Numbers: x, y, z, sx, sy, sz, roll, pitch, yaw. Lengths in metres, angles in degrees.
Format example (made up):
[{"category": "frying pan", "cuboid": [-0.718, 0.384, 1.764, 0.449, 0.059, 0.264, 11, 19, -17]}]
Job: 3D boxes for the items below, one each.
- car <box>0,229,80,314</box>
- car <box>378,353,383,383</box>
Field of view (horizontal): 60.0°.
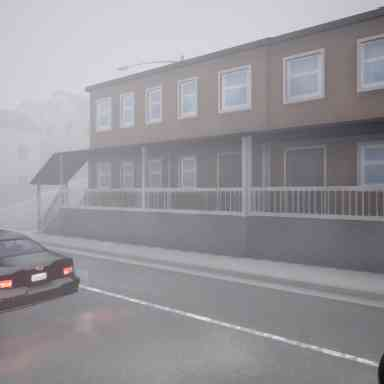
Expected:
[{"category": "car", "cuboid": [-4.737, 1.547, 7.343, 5.357, 1.411, 2.033, 0, 0, 36]}, {"category": "car", "cuboid": [3.614, 1.474, 1.406, 5.008, 1.535, 1.882, 0, 0, 35]}]
